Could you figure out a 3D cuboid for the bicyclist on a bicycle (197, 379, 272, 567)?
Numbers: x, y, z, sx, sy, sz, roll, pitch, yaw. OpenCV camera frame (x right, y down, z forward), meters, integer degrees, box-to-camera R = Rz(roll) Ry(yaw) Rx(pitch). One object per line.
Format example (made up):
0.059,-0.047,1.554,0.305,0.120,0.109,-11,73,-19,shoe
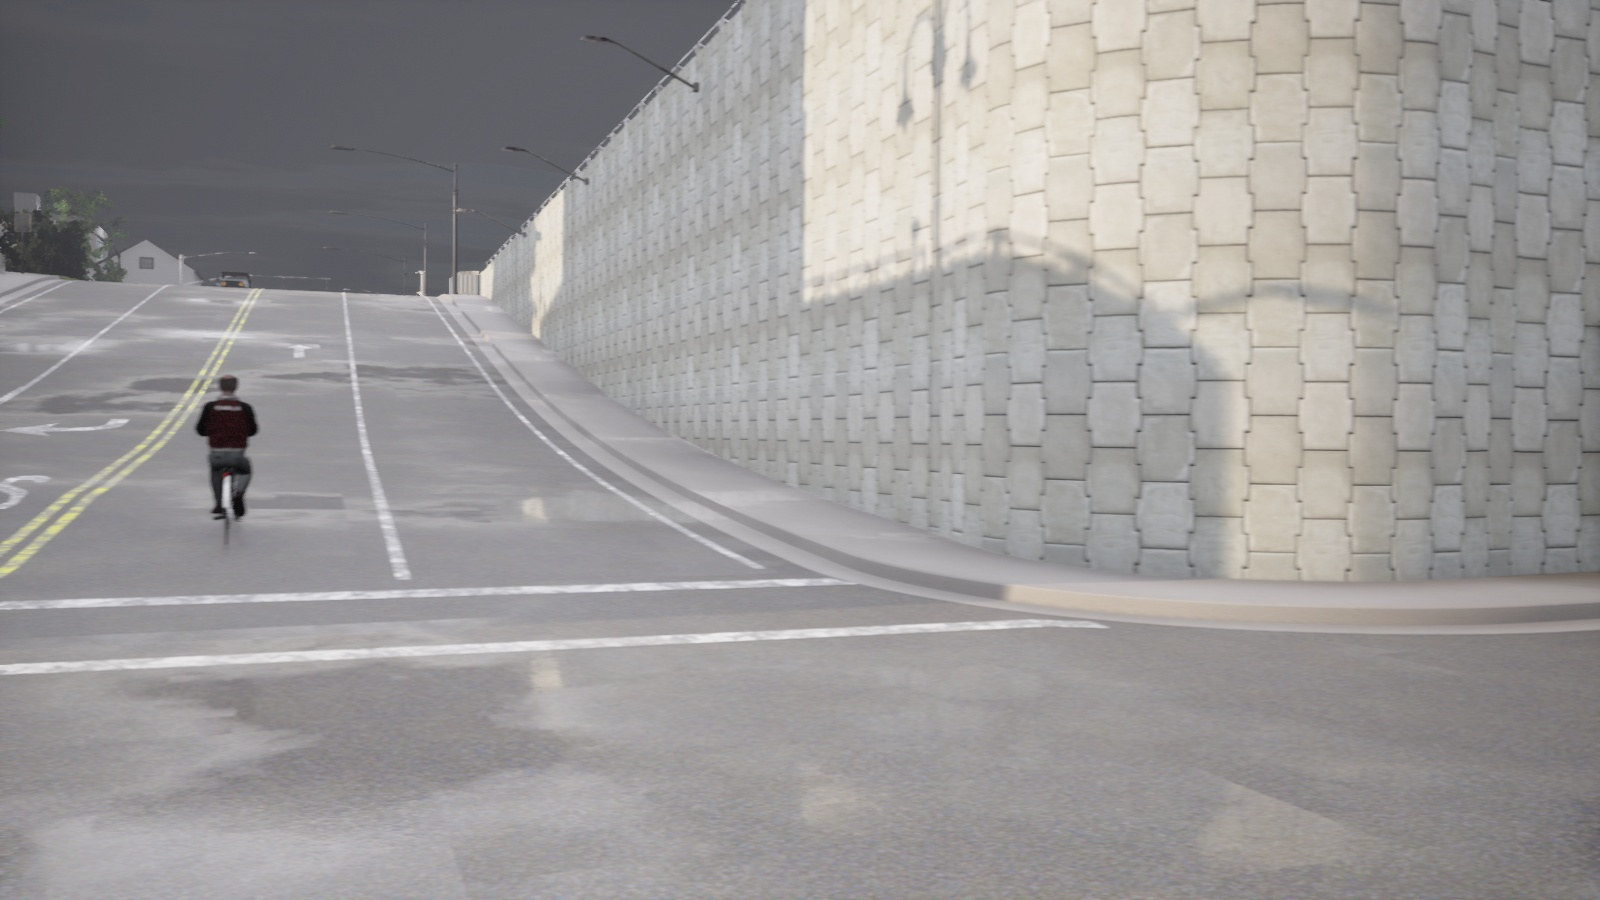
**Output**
-6.052,0.188,13.493,0.659,1.776,1.843,-1,7,-23,bicyclist on a bicycle

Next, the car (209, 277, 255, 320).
-29.960,-7.960,66.309,1.905,1.878,3.866,-2,2,-21,car
